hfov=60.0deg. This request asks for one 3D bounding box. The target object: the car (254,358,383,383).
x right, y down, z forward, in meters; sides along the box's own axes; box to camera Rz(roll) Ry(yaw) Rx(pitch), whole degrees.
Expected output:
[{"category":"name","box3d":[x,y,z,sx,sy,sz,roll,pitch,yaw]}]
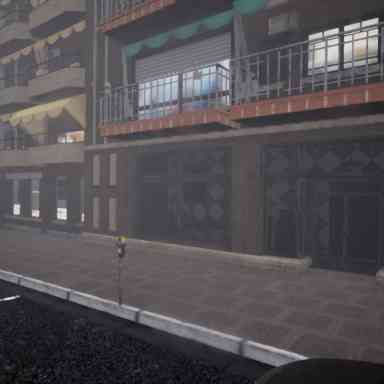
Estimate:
[{"category":"car","box3d":[2.147,1.551,1.326,4.403,1.369,2.008,0,1,36]}]
